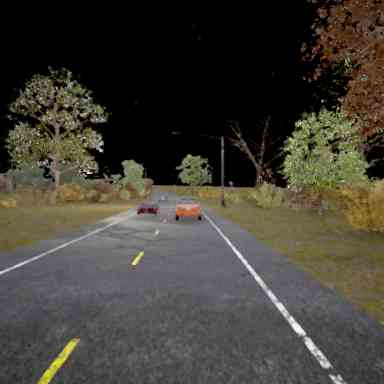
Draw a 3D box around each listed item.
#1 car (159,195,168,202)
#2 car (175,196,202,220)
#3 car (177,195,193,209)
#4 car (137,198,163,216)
[{"bbox_3d":[-6.138,1.415,71.674,2.128,1.511,4.902,0,0,-4],"label":"car"},{"bbox_3d":[-0.333,1.327,28.203,2.097,1.767,4.553,0,0,-2],"label":"car"},{"bbox_3d":[-0.989,1.299,45.499,2.097,1.767,4.553,0,0,-3],"label":"car"},{"bbox_3d":[-4.141,1.574,31.942,1.895,1.301,4.718,0,0,-2],"label":"car"}]
